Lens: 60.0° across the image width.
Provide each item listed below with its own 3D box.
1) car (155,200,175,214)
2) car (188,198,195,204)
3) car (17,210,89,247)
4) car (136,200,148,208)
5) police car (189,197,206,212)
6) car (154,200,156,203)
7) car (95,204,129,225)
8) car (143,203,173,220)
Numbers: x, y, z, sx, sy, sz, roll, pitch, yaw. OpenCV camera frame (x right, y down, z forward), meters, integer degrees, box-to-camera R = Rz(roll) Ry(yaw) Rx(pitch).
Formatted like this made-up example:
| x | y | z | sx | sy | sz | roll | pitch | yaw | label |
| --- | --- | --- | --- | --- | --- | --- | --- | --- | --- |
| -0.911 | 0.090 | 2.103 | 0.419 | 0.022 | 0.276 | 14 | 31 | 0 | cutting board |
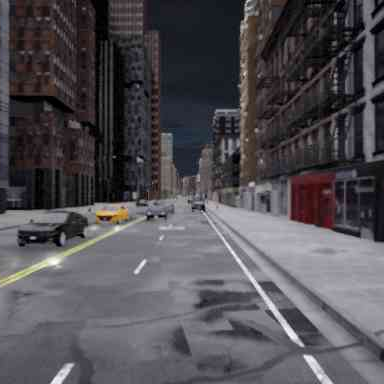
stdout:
| x | y | z | sx | sy | sz | roll | pitch | yaw | label |
| --- | --- | --- | --- | --- | --- | --- | --- | --- | --- |
| -3.180 | 2.044 | 43.042 | 2.033 | 1.411 | 5.357 | 0 | -1 | 0 | car |
| -0.057 | 2.440 | 92.250 | 1.837 | 1.490 | 4.892 | 0 | -1 | 0 | car |
| -6.600 | 1.663 | 16.316 | 1.882 | 1.535 | 5.008 | 0 | -1 | 0 | car |
| -9.799 | 2.243 | 65.564 | 1.882 | 1.535 | 5.008 | 0 | -1 | 0 | car |
| 0.946 | 1.973 | 47.311 | 1.930 | 1.638 | 5.238 | 0 | -1 | 0 | police car |
| -6.553 | 2.266 | 65.581 | 1.837 | 1.490 | 4.892 | 0 | -1 | 0 | car |
| -6.550 | 1.792 | 27.607 | 1.882 | 1.535 | 5.008 | 0 | -1 | 0 | car |
| -3.170 | 1.964 | 31.719 | 1.895 | 1.301 | 4.718 | 0 | -1 | 0 | car |
